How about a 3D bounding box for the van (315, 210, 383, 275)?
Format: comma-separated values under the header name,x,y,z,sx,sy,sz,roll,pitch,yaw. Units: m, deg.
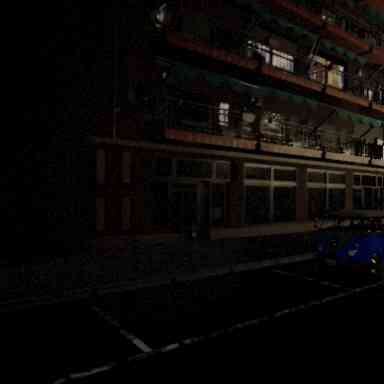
name,x,y,z,sx,sy,sz,roll,pitch,yaw
van,5.617,1.463,10.582,3.998,1.788,1.690,1,0,-36
